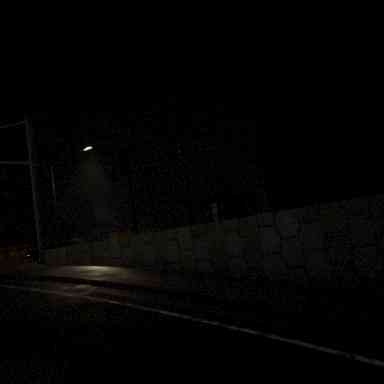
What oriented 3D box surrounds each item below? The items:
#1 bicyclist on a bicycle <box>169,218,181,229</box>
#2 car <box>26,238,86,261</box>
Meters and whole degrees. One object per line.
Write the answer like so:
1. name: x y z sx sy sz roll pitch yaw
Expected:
1. bicyclist on a bicycle: -1.353 2.914 27.282 1.656 1.620 0.582 -14 -8 35
2. car: -10.681 4.497 26.601 2.128 1.511 4.902 -13 -8 36
